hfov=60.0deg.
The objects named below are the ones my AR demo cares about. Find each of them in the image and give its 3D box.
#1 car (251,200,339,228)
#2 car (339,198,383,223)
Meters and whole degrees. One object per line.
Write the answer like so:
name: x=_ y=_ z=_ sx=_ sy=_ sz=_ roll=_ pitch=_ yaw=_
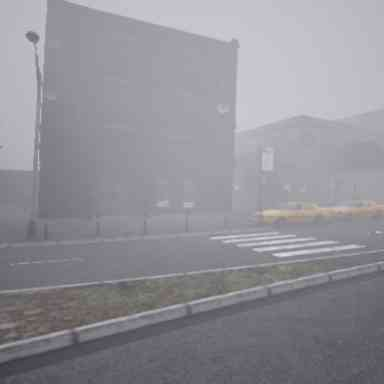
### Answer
car: x=6.131 y=1.263 z=20.347 sx=5.366 sy=1.575 sz=1.946 roll=-1 pitch=0 yaw=-26
car: x=11.087 y=1.181 z=22.783 sx=5.366 sy=1.575 sz=1.946 roll=-1 pitch=0 yaw=-26
